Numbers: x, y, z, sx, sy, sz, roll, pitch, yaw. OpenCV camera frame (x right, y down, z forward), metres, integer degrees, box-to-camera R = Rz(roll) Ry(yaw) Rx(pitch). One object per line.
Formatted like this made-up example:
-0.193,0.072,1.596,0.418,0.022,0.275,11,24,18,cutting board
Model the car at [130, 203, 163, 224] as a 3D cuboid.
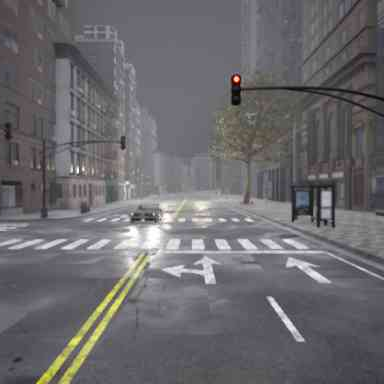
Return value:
-3.224,1.525,24.141,1.895,1.301,4.718,0,0,0,car
